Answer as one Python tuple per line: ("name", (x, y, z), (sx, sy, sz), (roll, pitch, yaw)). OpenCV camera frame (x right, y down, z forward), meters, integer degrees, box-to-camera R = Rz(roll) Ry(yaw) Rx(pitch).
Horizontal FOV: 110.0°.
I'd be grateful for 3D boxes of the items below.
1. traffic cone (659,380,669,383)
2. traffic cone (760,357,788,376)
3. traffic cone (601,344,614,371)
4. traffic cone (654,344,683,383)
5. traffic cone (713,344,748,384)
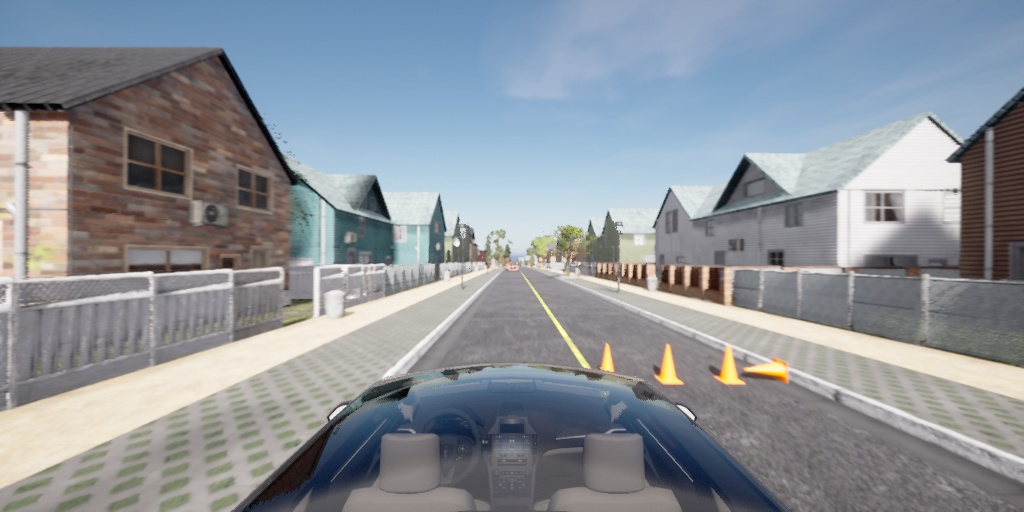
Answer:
("traffic cone", (1.571, 1.733, 3.930), (0.340, 0.580, 0.340), (0, 0, 0))
("traffic cone", (4.425, 1.594, 5.924), (0.340, 0.580, 0.340), (0, 0, 3))
("traffic cone", (1.577, 1.750, 5.930), (0.340, 0.580, 0.340), (0, 0, 0))
("traffic cone", (2.577, 1.756, 5.927), (0.340, 0.580, 0.340), (0, 0, 0))
("traffic cone", (3.577, 1.761, 5.924), (0.340, 0.580, 0.340), (0, 0, 0))
